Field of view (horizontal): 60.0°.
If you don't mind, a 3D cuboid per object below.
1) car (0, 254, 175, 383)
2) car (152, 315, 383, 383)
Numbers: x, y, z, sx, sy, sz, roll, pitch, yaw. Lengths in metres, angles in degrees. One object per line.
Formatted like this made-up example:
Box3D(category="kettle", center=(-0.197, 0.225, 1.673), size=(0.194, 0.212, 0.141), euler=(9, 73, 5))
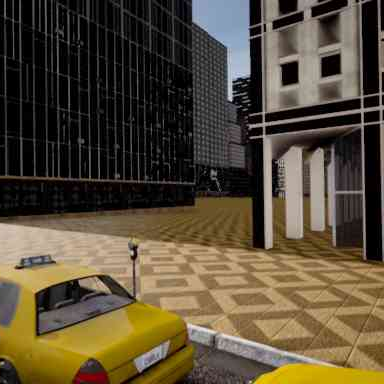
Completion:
Box3D(category="car", center=(-2.256, 1.527, 4.487), size=(4.829, 1.417, 1.752), euler=(0, -1, 35))
Box3D(category="car", center=(2.247, 1.525, 1.290), size=(4.829, 1.417, 1.752), euler=(0, -1, 35))
